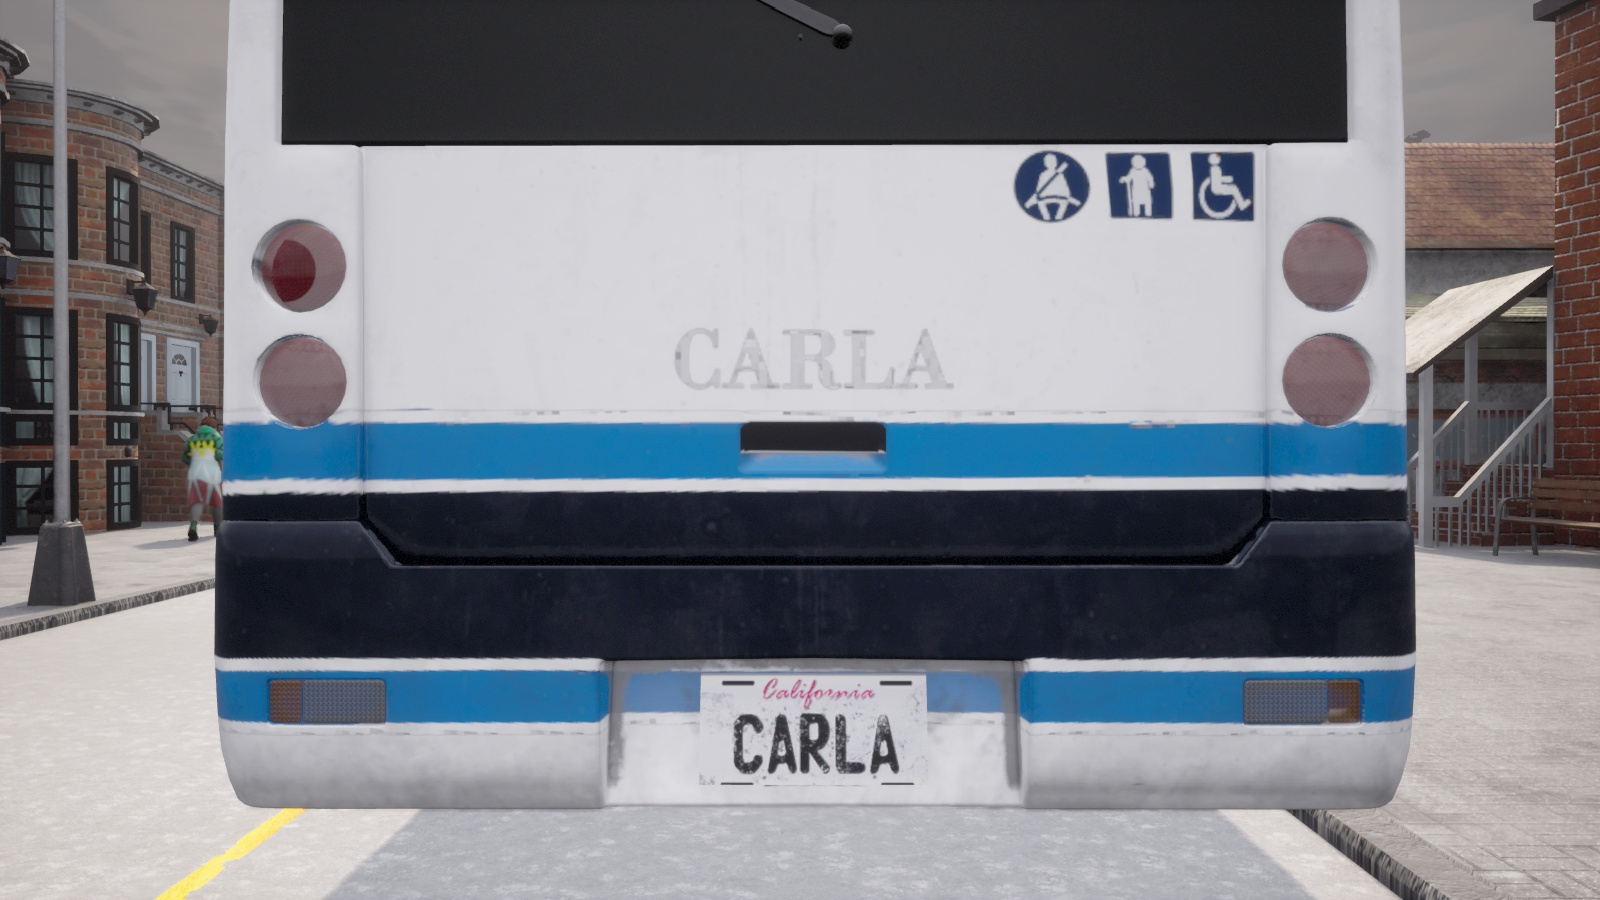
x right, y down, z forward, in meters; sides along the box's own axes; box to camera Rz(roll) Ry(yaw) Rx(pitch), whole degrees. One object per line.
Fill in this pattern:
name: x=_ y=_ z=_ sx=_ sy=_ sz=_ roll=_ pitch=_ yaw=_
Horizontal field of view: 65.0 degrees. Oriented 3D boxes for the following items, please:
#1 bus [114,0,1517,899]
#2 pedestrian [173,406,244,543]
bus: x=0.066 y=-0.679 z=8.669 sx=3.944 sy=4.253 sz=10.273 roll=0 pitch=0 yaw=0
pedestrian: x=-8.645 y=0.345 z=18.379 sx=0.659 sy=1.952 sz=0.873 roll=0 pitch=0 yaw=-2
